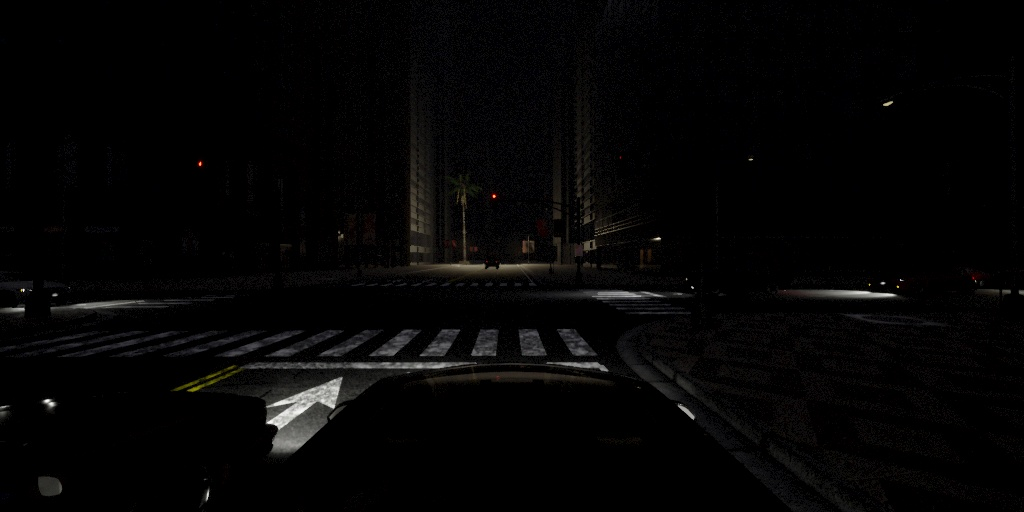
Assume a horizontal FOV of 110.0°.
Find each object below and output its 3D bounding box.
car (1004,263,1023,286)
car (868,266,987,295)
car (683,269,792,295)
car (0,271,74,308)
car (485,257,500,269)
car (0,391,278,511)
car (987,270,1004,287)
[{"bbox_3d":[32.065,1.115,21.857,4.097,1.591,1.967,0,0,-1],"label":"car"},{"bbox_3d":[21.541,1.248,18.914,4.181,1.385,1.994,0,0,0],"label":"car"},{"bbox_3d":[11.619,1.319,18.750,4.718,1.301,1.895,0,0,-1],"label":"car"},{"bbox_3d":[-21.378,1.354,14.979,4.674,1.442,1.812,0,0,1],"label":"car"},{"bbox_3d":[-3.262,1.134,60.349,2.150,2.045,5.566,0,0,0],"label":"car"},{"bbox_3d":[-3.176,1.297,0.755,2.033,1.411,5.357,0,0,4],"label":"car"},{"bbox_3d":[26.427,1.273,21.759,4.207,1.307,1.802,0,0,-1],"label":"car"}]
